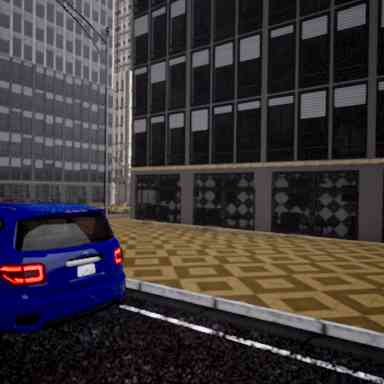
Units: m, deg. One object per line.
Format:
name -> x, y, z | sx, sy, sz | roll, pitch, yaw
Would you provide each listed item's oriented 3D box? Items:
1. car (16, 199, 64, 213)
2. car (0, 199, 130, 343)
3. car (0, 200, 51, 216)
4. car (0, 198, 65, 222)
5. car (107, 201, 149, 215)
car -> -17.660, 1.616, 38.915 | 1.752, 1.417, 4.829 | 1, 0, 36
car -> -3.716, 1.214, 6.333 | 5.566, 2.045, 2.150 | 0, 0, 35
car -> -17.525, 1.610, 34.722 | 1.837, 1.490, 4.892 | 1, 0, 36
car -> -14.162, 1.499, 29.541 | 2.192, 1.841, 5.009 | 1, 0, 36
car -> -7.364, 1.810, 38.752 | 1.752, 1.417, 4.829 | 1, 0, 36
